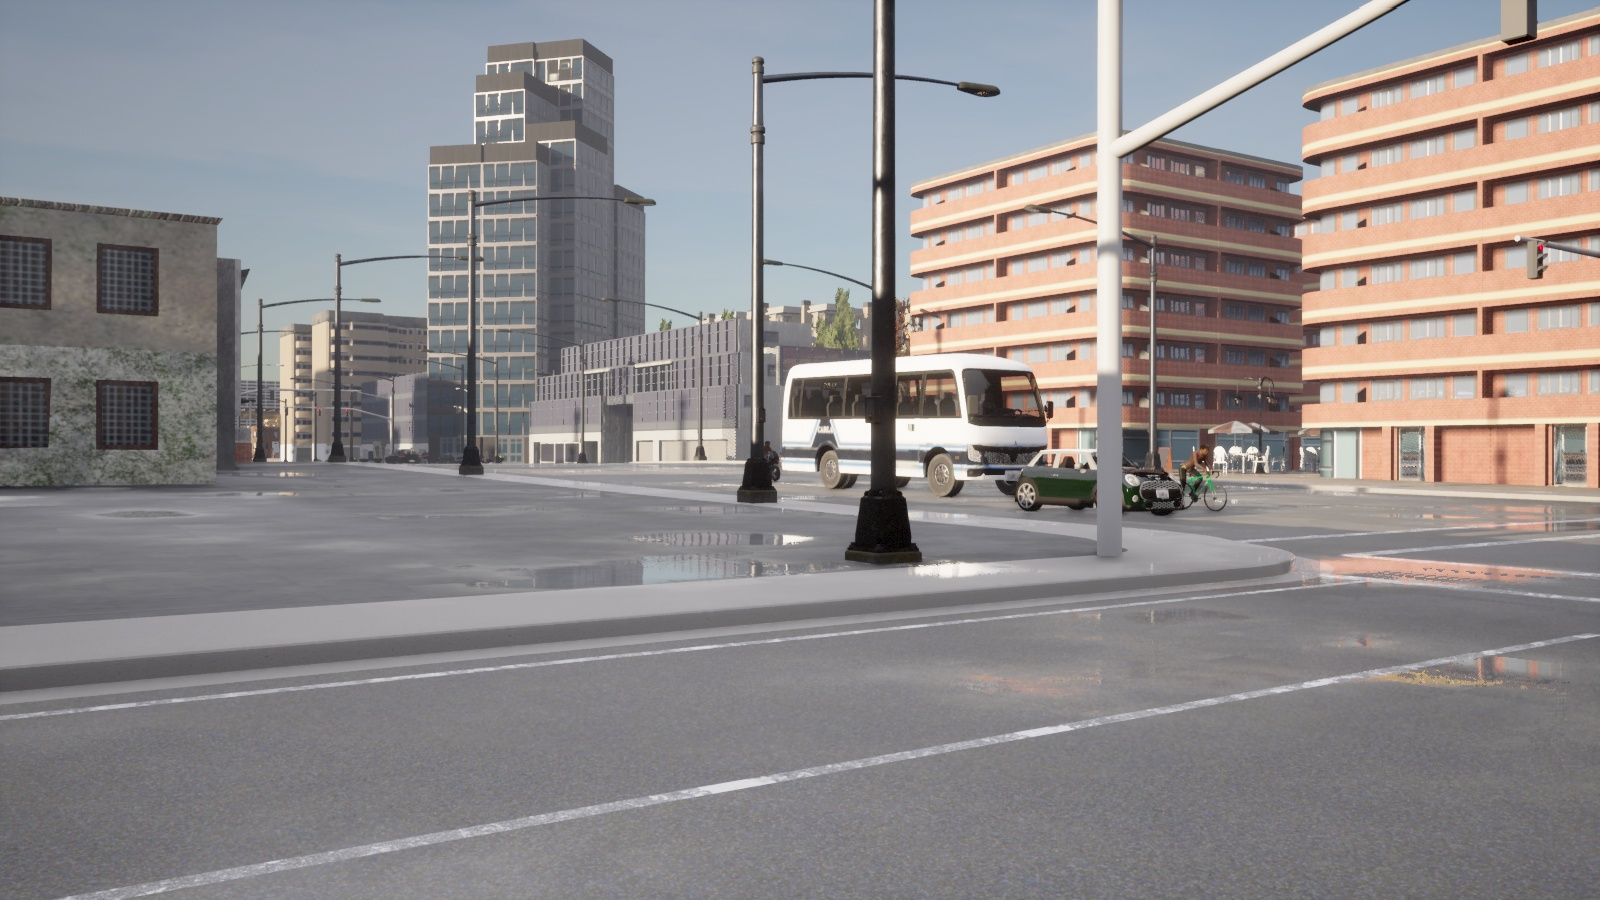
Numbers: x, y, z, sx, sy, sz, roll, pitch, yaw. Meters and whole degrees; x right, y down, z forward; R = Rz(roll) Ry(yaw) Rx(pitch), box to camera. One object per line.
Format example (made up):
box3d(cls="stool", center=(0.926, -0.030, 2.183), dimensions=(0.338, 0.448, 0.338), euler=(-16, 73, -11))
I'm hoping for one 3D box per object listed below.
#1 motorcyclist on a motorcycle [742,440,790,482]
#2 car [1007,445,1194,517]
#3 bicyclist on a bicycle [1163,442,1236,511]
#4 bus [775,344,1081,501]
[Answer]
box3d(cls="motorcyclist on a motorcycle", center=(-1.289, 0.411, 46.964), dimensions=(0.797, 1.523, 2.044), euler=(0, 1, -34))
box3d(cls="car", center=(6.768, 0.646, 28.573), dimensions=(1.970, 1.475, 3.806), euler=(0, 1, -33))
box3d(cls="bicyclist on a bicycle", center=(9.688, 0.629, 30.501), dimensions=(0.582, 1.620, 1.656), euler=(0, 1, -34))
box3d(cls="bus", center=(3.641, -0.822, 39.568), dimensions=(3.944, 4.253, 10.273), euler=(0, 1, -34))
